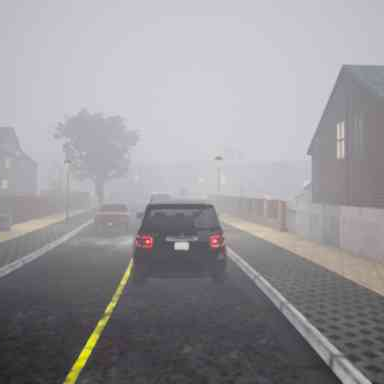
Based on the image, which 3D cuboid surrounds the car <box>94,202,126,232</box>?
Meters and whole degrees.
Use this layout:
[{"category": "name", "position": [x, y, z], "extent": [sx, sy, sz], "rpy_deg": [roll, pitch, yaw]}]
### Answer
[{"category": "car", "position": [-4.522, 1.356, 19.520], "extent": [1.882, 1.535, 5.008], "rpy_deg": [0, 0, -8]}]

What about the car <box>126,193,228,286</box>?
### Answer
[{"category": "car", "position": [-0.431, 1.185, 9.506], "extent": [2.150, 2.045, 5.566], "rpy_deg": [0, 0, -5]}]
